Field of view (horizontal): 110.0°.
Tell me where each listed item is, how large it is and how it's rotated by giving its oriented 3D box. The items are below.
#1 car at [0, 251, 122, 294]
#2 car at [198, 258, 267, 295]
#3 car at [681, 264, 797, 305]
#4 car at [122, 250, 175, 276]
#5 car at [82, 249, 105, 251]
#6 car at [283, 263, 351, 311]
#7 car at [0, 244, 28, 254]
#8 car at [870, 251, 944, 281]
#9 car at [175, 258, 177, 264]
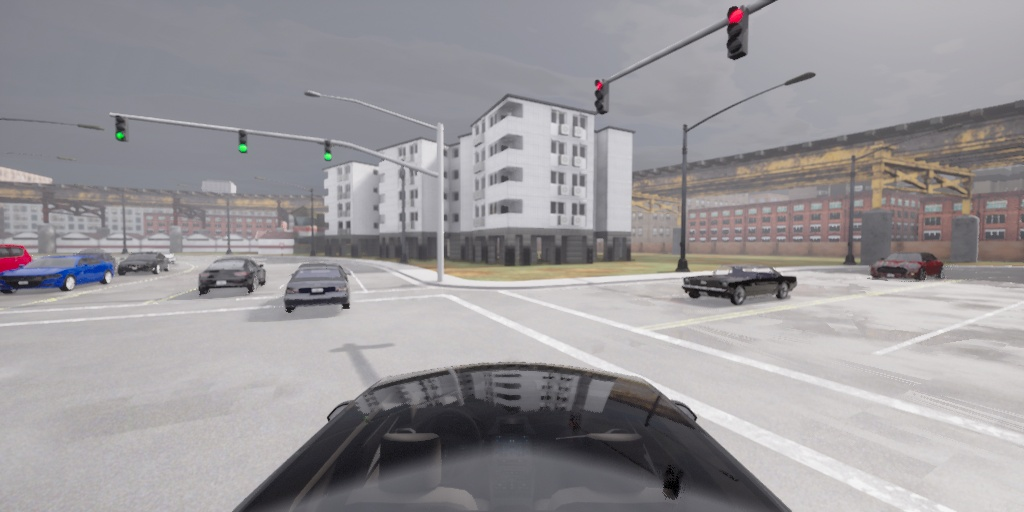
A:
[{"bbox_3d":[-20.751,0.726,16.580,1.882,1.535,5.008,-1,2,-28],"label":"car"},{"bbox_3d":[-12.393,0.809,16.071,1.812,1.442,4.674,-1,2,-27],"label":"car"},{"bbox_3d":[8.788,1.004,13.852,4.718,1.301,1.895,-1,2,-28],"label":"car"},{"bbox_3d":[-25.360,0.468,24.837,1.837,1.490,4.892,-1,2,-34],"label":"car"},{"bbox_3d":[-30.143,0.469,25.739,2.033,1.411,5.357,-1,2,-38],"label":"car"},{"bbox_3d":[-6.701,0.957,12.547,2.033,1.411,5.357,-1,2,-26],"label":"car"},{"bbox_3d":[-24.272,0.487,15.828,2.150,2.045,5.566,-1,2,-27],"label":"car"},{"bbox_3d":[24.047,0.521,21.824,4.553,1.767,2.097,-1,2,-26],"label":"car"},{"bbox_3d":[-34.695,0.119,35.325,4.674,1.442,1.812,2,3,39],"label":"car"}]
